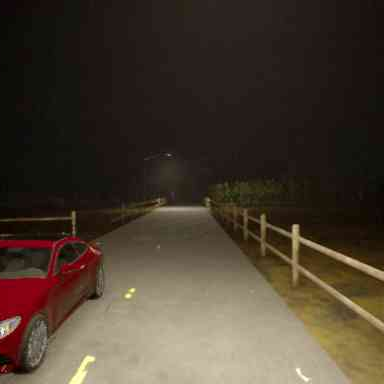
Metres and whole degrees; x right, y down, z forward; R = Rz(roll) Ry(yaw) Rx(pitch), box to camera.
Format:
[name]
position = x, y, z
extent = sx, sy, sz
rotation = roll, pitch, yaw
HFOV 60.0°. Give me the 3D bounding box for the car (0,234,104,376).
[car]
position = -2.838, 1.524, 5.740
extent = 1.812, 1.442, 4.674
rotation = 0, 0, 0
